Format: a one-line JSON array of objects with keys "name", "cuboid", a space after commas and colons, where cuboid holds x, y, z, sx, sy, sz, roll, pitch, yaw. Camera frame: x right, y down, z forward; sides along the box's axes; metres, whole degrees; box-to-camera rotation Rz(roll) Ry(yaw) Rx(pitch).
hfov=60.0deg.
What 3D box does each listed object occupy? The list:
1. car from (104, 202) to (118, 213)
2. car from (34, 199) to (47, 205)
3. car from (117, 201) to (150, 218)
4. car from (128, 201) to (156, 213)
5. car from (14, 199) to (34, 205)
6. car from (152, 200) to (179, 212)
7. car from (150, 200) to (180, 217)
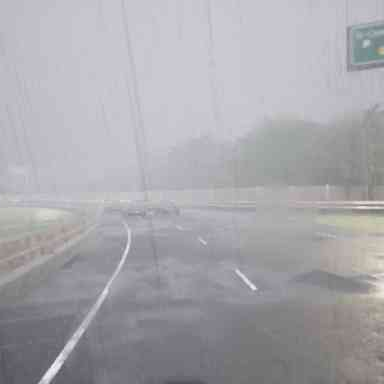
[{"name": "car", "cuboid": [-10.529, 2.056, 44.923, 1.994, 1.385, 4.181, 0, 0, -28]}, {"name": "car", "cuboid": [-40.271, 2.487, 85.346, 4.902, 1.511, 2.128, -1, -1, 33]}, {"name": "car", "cuboid": [-6.168, 1.924, 34.777, 1.994, 1.385, 4.181, 0, 0, -22]}, {"name": "car", "cuboid": [-6.949, 2.007, 45.622, 2.033, 1.411, 5.357, 0, -1, -28]}, {"name": "car", "cuboid": [-42.327, 2.485, 82.514, 4.902, 1.511, 2.128, -1, -1, 33]}, {"name": "car", "cuboid": [-3.866, 1.933, 47.275, 2.128, 1.511, 4.902, 0, 0, -28]}, {"name": "car", "cuboid": [-2.795, 1.824, 35.746, 2.128, 1.511, 4.902, 0, -1, -22]}]
